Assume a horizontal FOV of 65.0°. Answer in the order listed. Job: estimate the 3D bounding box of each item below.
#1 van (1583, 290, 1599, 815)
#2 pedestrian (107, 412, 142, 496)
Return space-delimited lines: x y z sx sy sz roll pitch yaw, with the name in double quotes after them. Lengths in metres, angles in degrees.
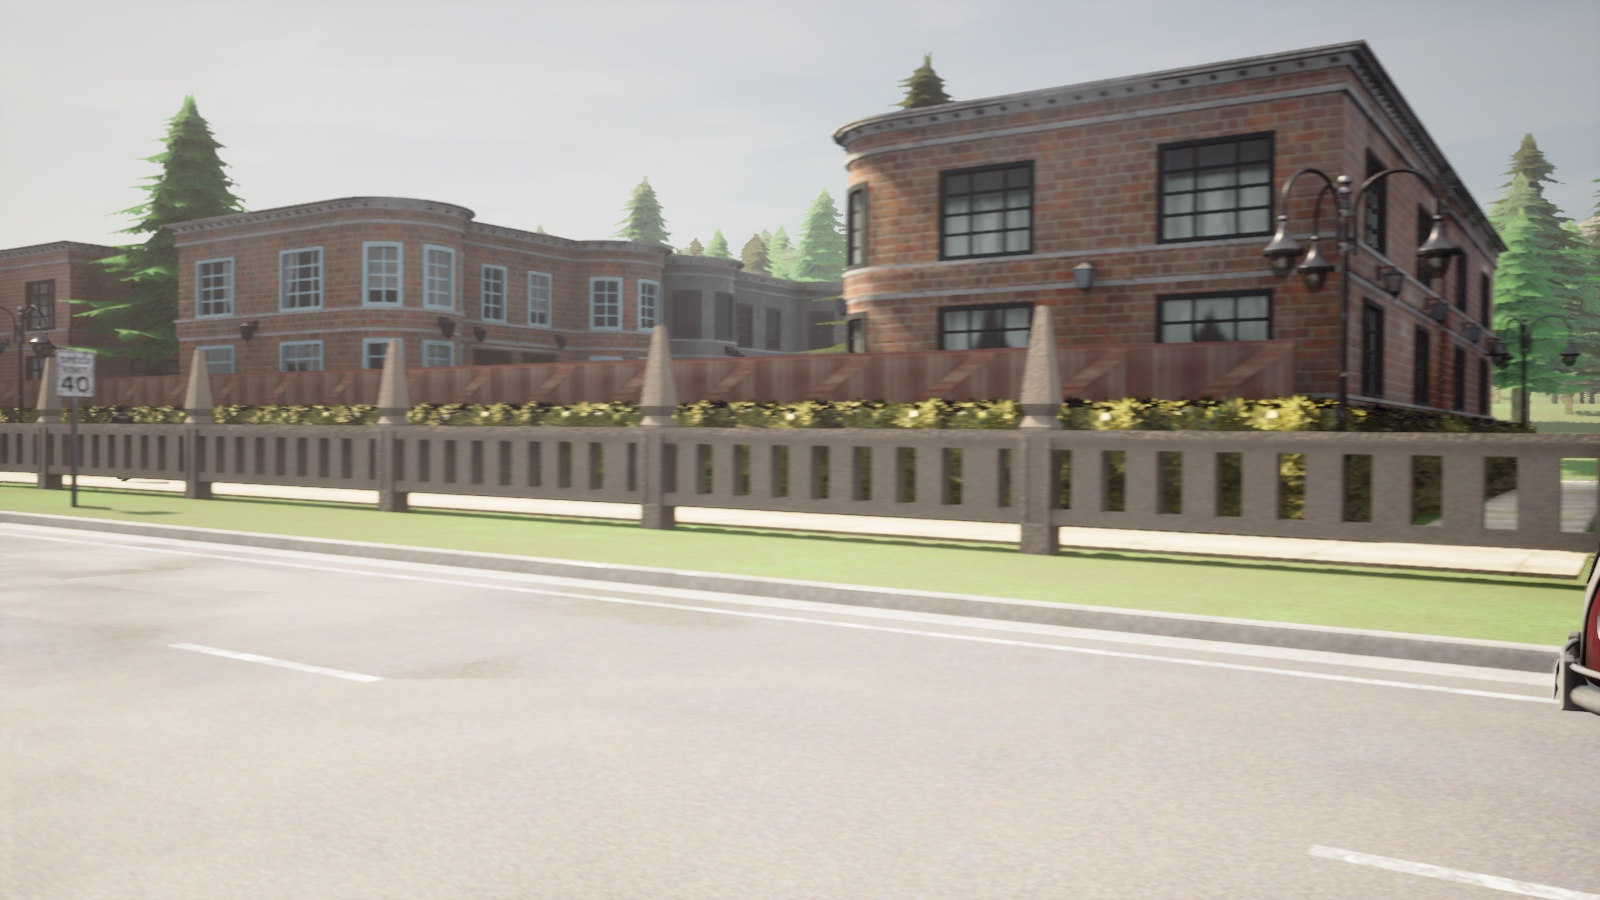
5.319 0.377 4.286 4.442 1.987 1.775 0 1 34 "van"
-15.650 0.086 29.094 0.666 1.930 0.402 0 1 34 "pedestrian"
